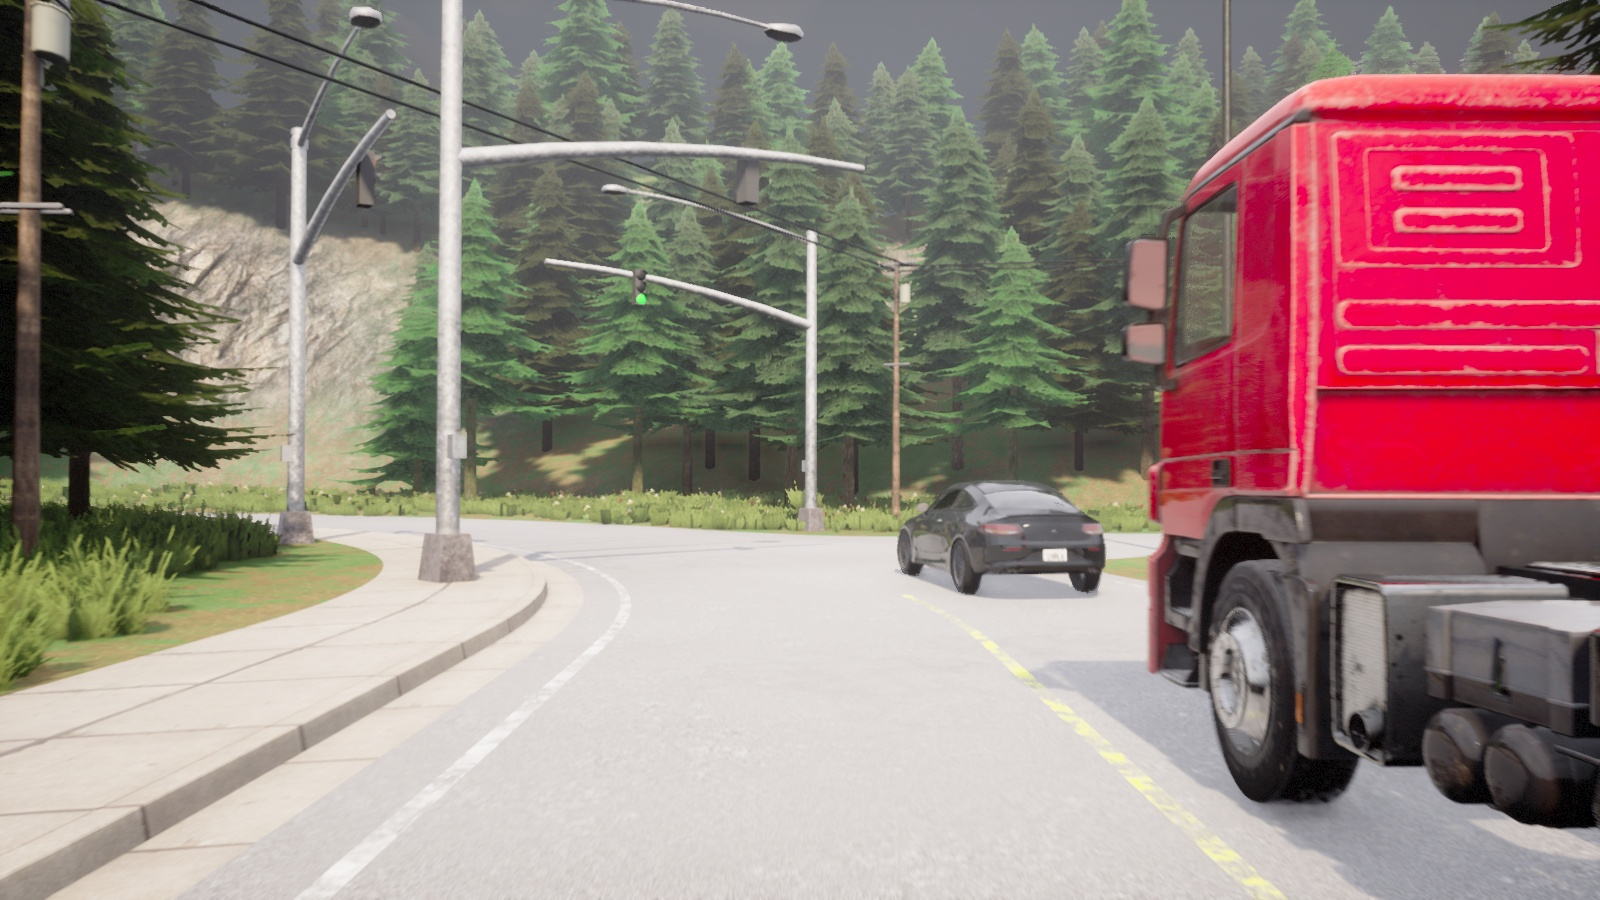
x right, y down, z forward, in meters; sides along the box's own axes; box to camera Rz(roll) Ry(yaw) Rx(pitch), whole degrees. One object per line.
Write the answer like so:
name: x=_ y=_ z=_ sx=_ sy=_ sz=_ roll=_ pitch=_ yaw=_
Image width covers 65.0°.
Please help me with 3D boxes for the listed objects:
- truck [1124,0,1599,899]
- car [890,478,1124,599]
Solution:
truck: x=3.486 y=-0.118 z=3.844 sx=2.891 sy=3.462 sz=7.936 roll=0 pitch=-1 yaw=0
car: x=2.702 y=1.125 z=17.642 sx=1.812 sy=1.442 sz=4.674 roll=0 pitch=-1 yaw=-10
